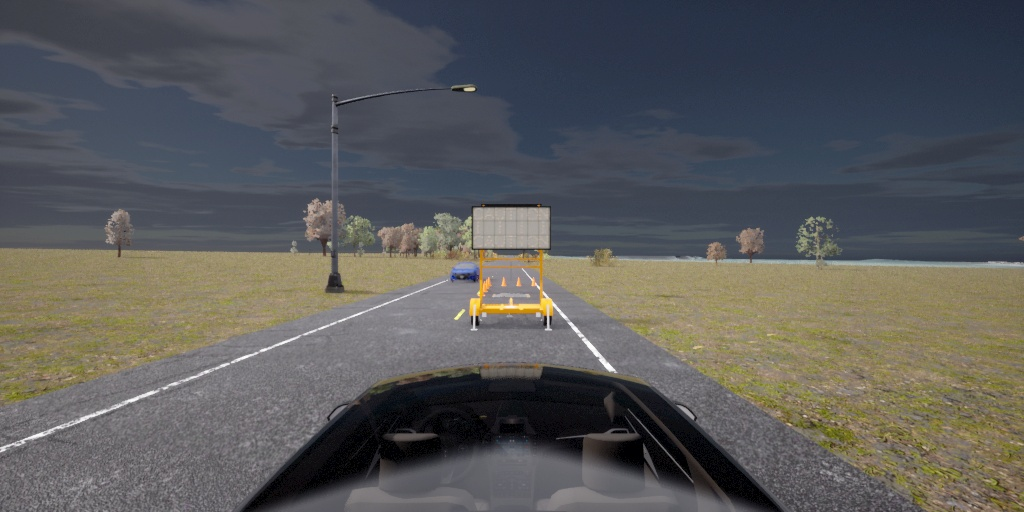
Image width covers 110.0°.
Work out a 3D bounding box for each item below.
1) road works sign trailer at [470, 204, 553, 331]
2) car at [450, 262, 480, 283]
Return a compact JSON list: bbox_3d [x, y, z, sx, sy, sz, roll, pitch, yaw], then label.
[{"bbox_3d":[-0.023,0.215,11.023,2.380,3.560,2.880,0,0,0],"label":"road works sign trailer"},{"bbox_3d":[-3.565,1.230,27.941,1.882,1.535,5.008,0,0,0],"label":"car"}]
